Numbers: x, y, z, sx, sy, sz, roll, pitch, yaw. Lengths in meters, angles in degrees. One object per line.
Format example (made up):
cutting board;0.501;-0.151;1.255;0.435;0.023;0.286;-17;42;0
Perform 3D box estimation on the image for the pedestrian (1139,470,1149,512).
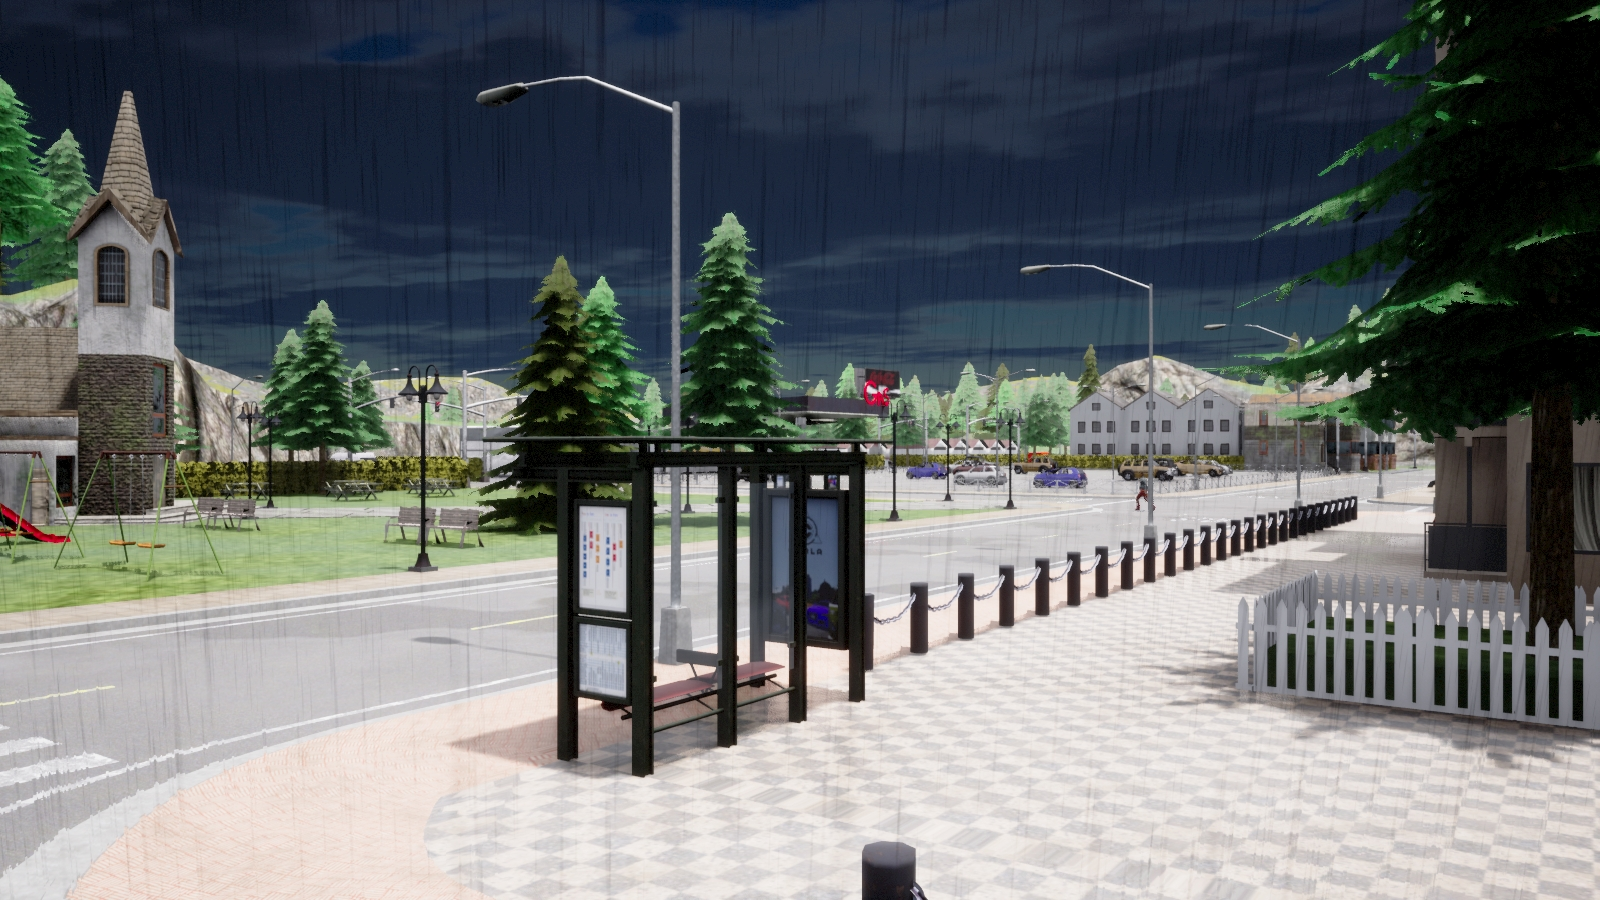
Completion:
pedestrian;15.394;1.818;51.113;0.375;1.860;0.375;0;0;20
